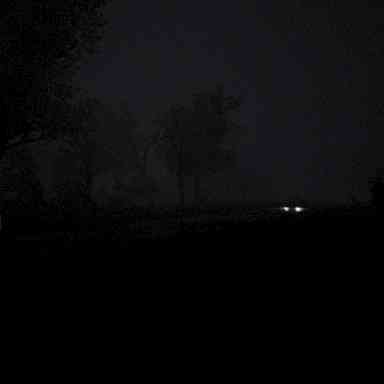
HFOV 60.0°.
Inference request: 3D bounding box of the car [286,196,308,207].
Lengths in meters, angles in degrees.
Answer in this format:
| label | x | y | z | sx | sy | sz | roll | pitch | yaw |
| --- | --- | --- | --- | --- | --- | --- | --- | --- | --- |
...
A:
| label | x | y | z | sx | sy | sz | roll | pitch | yaw |
| --- | --- | --- | --- | --- | --- | --- | --- | --- | --- |
| car | 14.865 | 1.365 | 46.919 | 1.837 | 1.490 | 4.892 | -1 | 0 | 35 |
